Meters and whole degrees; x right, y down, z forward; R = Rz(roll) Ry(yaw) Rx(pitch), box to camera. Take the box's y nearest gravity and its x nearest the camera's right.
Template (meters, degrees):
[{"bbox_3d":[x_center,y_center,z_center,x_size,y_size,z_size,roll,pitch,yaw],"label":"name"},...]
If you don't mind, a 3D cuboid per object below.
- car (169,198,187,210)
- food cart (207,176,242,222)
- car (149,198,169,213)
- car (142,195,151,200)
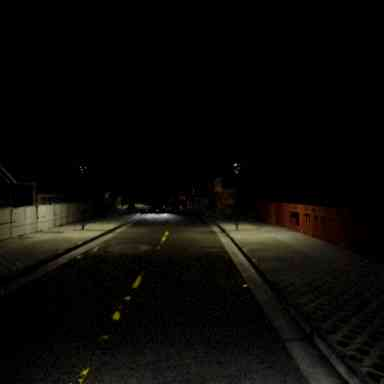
[{"bbox_3d":[-1.776,1.653,45.788,1.837,1.490,4.892,0,-1,-7],"label":"car"},{"bbox_3d":[2.679,0.542,28.361,2.280,3.560,4.660,0,0,-3],"label":"food cart"},{"bbox_3d":[-3.965,1.718,38.325,1.895,1.301,4.718,0,0,-5],"label":"car"},{"bbox_3d":[-10.726,1.325,78.315,2.097,1.767,4.553,0,0,-14],"label":"car"}]
